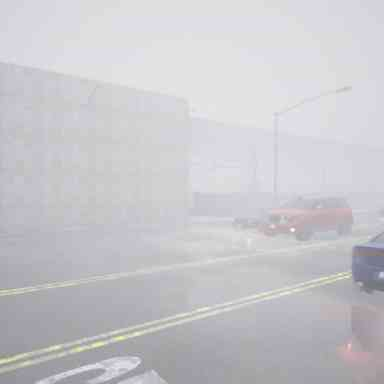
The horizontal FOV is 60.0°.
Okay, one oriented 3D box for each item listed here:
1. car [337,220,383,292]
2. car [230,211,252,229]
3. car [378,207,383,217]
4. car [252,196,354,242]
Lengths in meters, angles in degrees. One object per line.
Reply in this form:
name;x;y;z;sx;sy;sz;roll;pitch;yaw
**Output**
car;5.756;1.477;7.845;5.008;1.535;1.882;0;0;-35
car;4.851;1.547;20.338;5.357;1.411;2.033;0;0;-35
car;19.323;1.547;30.648;5.357;1.411;2.033;0;0;-35
car;5.932;1.221;16.810;5.566;2.045;2.150;0;0;-35
